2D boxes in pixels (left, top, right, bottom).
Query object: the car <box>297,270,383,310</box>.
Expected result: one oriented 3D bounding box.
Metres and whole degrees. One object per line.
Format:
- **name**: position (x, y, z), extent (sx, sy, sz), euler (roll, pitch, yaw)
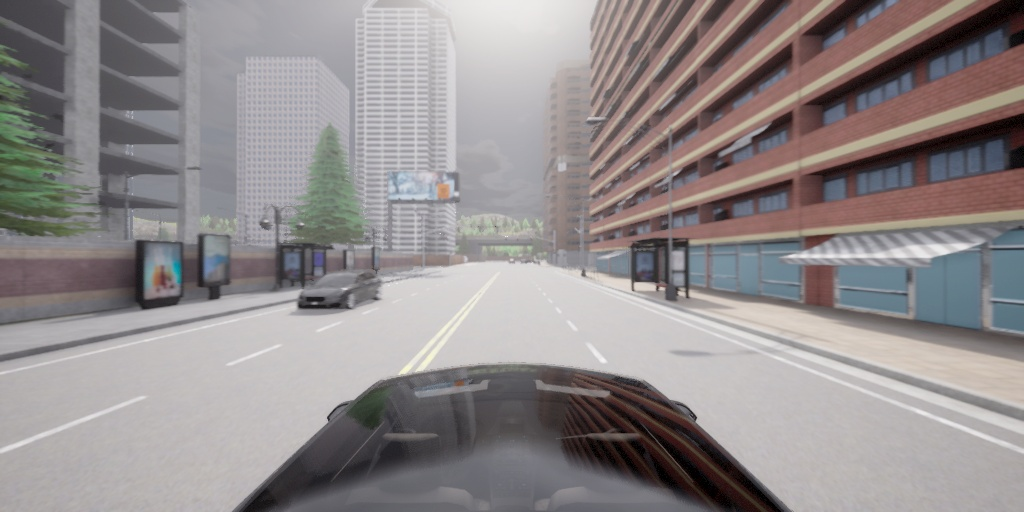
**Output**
- **car**: position (-7.000, 1.373, 15.132), extent (1.837, 1.490, 4.892), euler (0, 1, 0)
